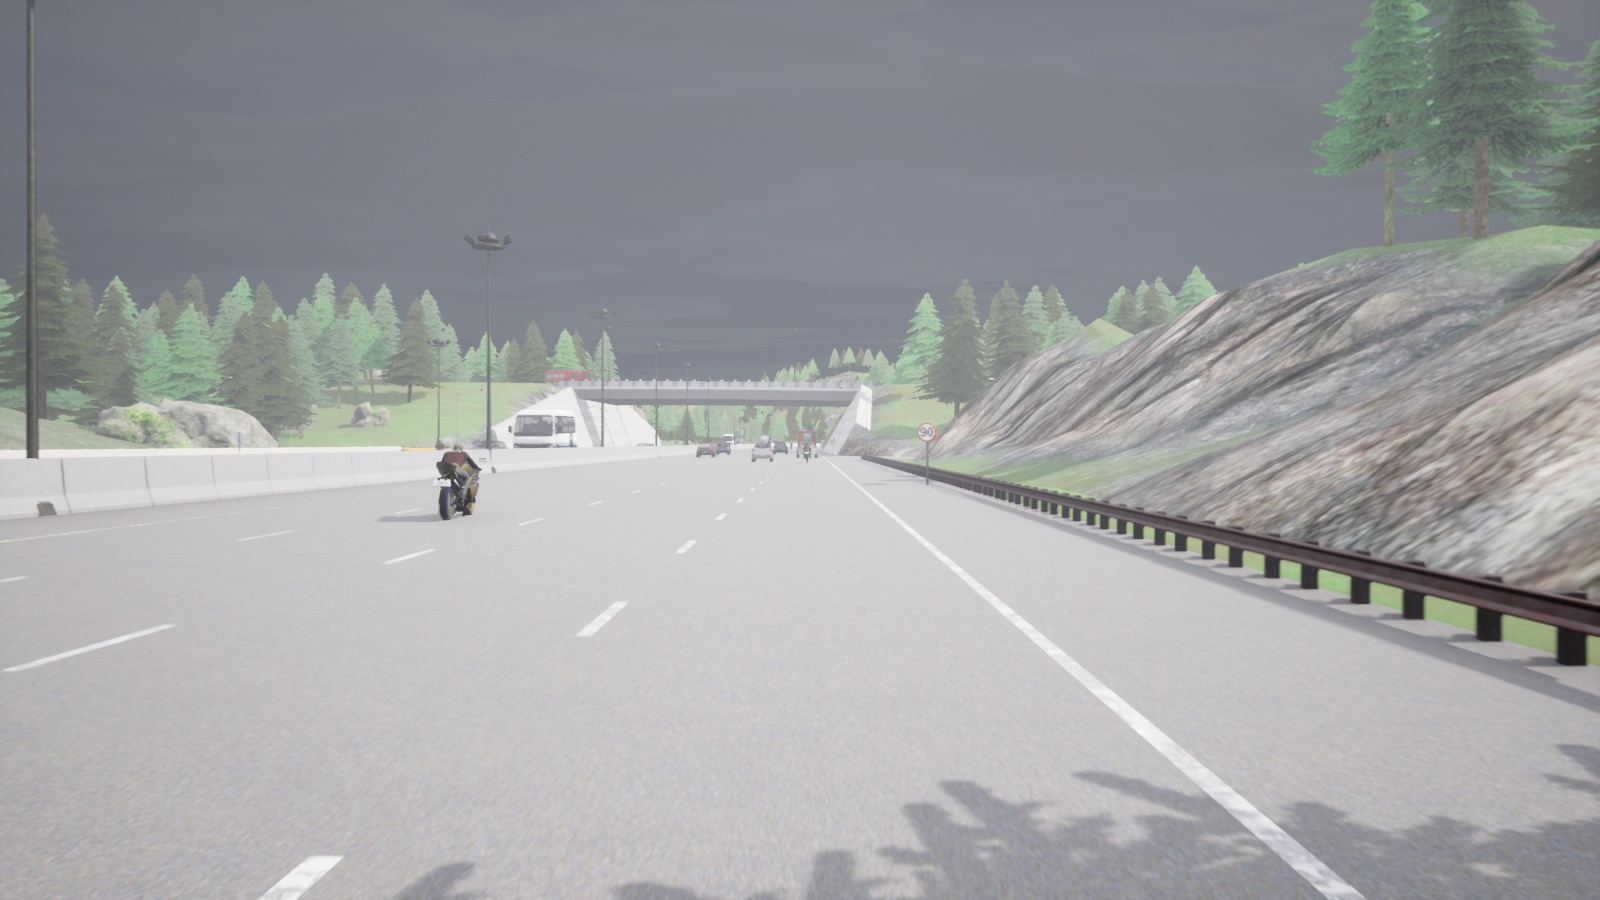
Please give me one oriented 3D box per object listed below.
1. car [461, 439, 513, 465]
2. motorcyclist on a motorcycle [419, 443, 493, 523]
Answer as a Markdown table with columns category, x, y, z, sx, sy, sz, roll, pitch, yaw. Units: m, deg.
| category | x | y | z | sx | sy | sz | roll | pitch | yaw |
| --- | --- | --- | --- | --- | --- | --- | --- | --- | --- |
| car | -20.526 | 0.109 | 82.438 | 2.242 | 1.667 | 4.611 | 0 | 0 | 0 |
| motorcyclist on a motorcycle | -6.845 | 0.634 | 25.117 | 0.866 | 1.530 | 2.191 | 0 | 0 | 0 |
